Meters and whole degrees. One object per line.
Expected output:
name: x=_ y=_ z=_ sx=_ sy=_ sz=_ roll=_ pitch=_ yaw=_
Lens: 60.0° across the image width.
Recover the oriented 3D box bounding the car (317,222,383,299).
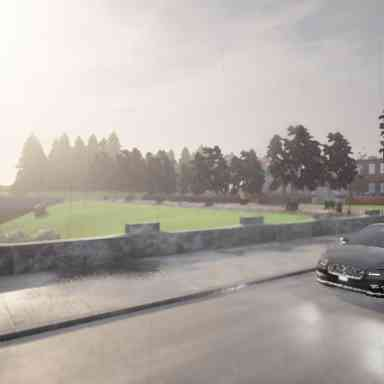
car: x=5.074 y=1.532 z=8.196 sx=4.892 sy=1.490 sz=1.837 roll=1 pitch=0 yaw=-35
